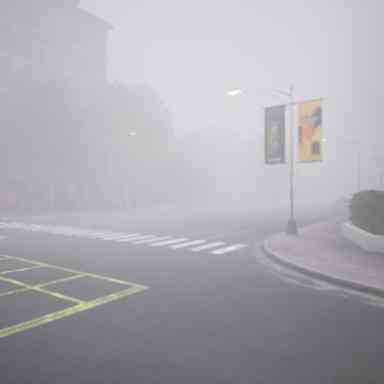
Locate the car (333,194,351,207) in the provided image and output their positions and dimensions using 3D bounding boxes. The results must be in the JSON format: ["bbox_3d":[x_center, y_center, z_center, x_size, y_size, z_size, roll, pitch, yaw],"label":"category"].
[{"bbox_3d":[23.686,1.508,51.606,1.837,1.490,4.892,0,0,35],"label":"car"}]
